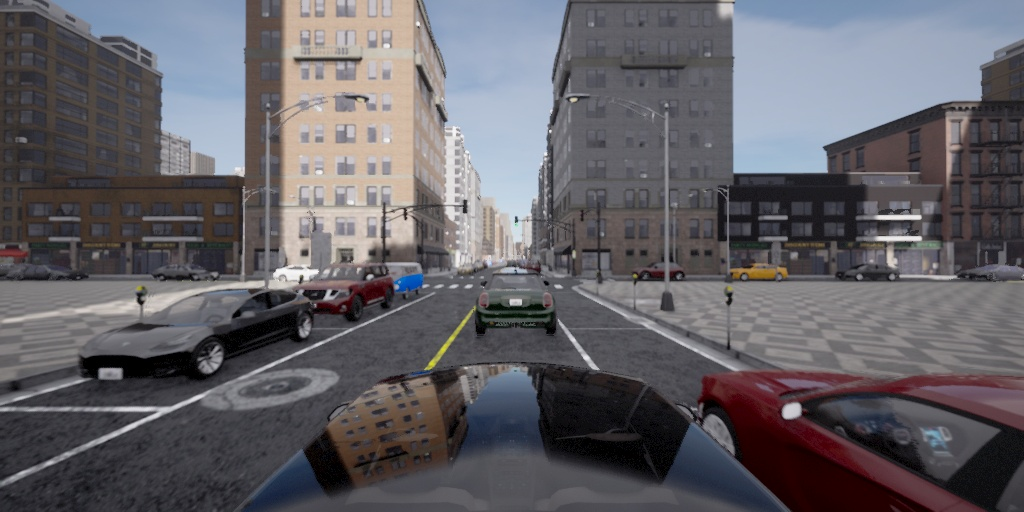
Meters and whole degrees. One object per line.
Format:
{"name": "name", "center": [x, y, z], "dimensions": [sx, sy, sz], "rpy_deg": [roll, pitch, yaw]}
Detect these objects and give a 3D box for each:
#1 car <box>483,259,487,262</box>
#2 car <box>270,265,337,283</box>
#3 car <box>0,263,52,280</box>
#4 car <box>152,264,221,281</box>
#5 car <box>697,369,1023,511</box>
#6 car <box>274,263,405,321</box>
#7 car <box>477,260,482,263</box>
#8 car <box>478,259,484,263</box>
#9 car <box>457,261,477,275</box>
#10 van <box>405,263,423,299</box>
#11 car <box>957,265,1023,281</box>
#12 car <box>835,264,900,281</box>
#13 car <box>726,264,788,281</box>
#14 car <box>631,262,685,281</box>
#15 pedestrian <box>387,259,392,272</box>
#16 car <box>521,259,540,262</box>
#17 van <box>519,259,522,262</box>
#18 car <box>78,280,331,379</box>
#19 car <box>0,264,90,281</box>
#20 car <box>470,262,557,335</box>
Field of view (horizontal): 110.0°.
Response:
{"name": "car", "center": [-5.883, 1.711, 62.504], "dimensions": [1.751, 1.417, 4.829], "rpy_deg": [0, 0, 0]}
{"name": "car", "center": [-17.642, 1.491, 30.499], "dimensions": [4.674, 1.442, 1.812], "rpy_deg": [0, 0, 1]}
{"name": "car", "center": [-47.567, 1.474, 34.096], "dimensions": [4.902, 1.511, 2.128], "rpy_deg": [0, 0, 1]}
{"name": "car", "center": [-27.765, 1.459, 30.652], "dimensions": [4.902, 1.511, 2.128], "rpy_deg": [0, 0, 1]}
{"name": "car", "center": [2.668, 1.295, 1.749], "dimensions": [1.888, 1.381, 4.507], "rpy_deg": [0, 0, 0]}
{"name": "car", "center": [-5.862, 1.166, 13.051], "dimensions": [2.192, 1.841, 5.009], "rpy_deg": [0, 0, 0]}
{"name": "car", "center": [-5.879, 1.681, 51.364], "dimensions": [1.948, 1.339, 4.313], "rpy_deg": [0, 0, 0]}
{"name": "car", "center": [-5.881, 1.676, 56.849], "dimensions": [1.751, 1.417, 4.829], "rpy_deg": [0, 0, 0]}
{"name": "car", "center": [-5.876, 1.605, 45.539], "dimensions": [1.751, 1.417, 4.829], "rpy_deg": [0, 0, 0]}
{"name": "van", "center": [-5.865, 1.240, 18.692], "dimensions": [1.690, 1.789, 3.998], "rpy_deg": [0, 0, 0]}
{"name": "car", "center": [44.279, 1.556, 32.730], "dimensions": [5.357, 1.411, 2.033], "rpy_deg": [0, 0, 1]}
{"name": "car", "center": [32.584, 1.502, 32.948], "dimensions": [4.892, 1.490, 1.837], "rpy_deg": [0, 0, 1]}
{"name": "car", "center": [22.513, 1.470, 33.105], "dimensions": [5.008, 1.535, 1.882], "rpy_deg": [0, 0, 1]}
{"name": "car", "center": [13.446, 1.341, 33.248], "dimensions": [4.553, 1.767, 2.097], "rpy_deg": [0, 0, 1]}
{"name": "pedestrian", "center": [-12.566, 1.157, 36.664], "dimensions": [0.375, 1.860, 0.375], "rpy_deg": [0, 0, 1]}
{"name": "car", "center": [2.650, 1.394, 45.685], "dimensions": [2.192, 1.841, 5.009], "rpy_deg": [0, 0, 0]}
{"name": "van", "center": [2.642, 1.526, 62.655], "dimensions": [1.690, 1.789, 3.998], "rpy_deg": [0, 0, 0]}
{"name": "car", "center": [-5.860, 1.367, 7.410], "dimensions": [1.948, 1.339, 4.313], "rpy_deg": [0, 0, 0]}
{"name": "car", "center": [-39.877, 1.514, 30.842], "dimensions": [5.357, 1.411, 2.033], "rpy_deg": [0, 0, 1]}
{"name": "car", "center": [0.095, 1.184, 10.984], "dimensions": [2.097, 1.767, 4.553], "rpy_deg": [0, -1, 0]}
